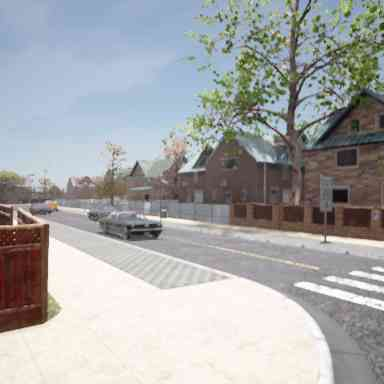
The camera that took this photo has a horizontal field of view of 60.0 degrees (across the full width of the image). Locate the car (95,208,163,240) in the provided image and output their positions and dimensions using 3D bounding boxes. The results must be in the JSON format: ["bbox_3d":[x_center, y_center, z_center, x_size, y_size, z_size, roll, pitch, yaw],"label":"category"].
[{"bbox_3d":[-3.413,1.737,17.988,1.895,1.301,4.718,1,-1,-34],"label":"car"}]

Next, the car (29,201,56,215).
[{"bbox_3d":[-18.029,2.001,39.578,1.994,1.385,4.181,1,-2,-34],"label":"car"}]

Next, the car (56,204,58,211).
[{"bbox_3d":[-21.484,2.105,49.786,1.882,1.535,5.008,1,-2,-34],"label":"car"}]

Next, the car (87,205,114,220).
[{"bbox_3d":[-7.954,1.894,29.903,1.994,1.385,4.181,1,-1,-34],"label":"car"}]
